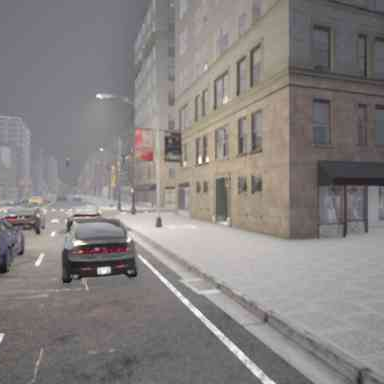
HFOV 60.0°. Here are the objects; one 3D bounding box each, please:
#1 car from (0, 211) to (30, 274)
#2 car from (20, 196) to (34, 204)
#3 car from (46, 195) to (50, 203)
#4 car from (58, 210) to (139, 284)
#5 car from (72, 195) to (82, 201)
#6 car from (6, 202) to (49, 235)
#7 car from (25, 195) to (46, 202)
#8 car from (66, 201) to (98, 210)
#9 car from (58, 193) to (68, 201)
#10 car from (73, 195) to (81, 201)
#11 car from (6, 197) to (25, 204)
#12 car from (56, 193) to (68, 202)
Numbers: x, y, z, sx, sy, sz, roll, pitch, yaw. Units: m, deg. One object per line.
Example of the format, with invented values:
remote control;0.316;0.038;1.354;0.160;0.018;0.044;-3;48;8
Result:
car;-6.370;1.541;10.186;1.812;1.442;4.674;0;0;-19
car;-34.154;1.650;69.022;2.033;1.411;5.357;0;0;-19
car;-30.970;1.464;69.764;2.097;1.767;4.553;0;0;-19
car;-2.798;1.518;9.815;1.837;1.490;4.892;0;0;-19
car;-26.754;1.586;77.346;1.882;1.535;5.008;0;0;-19
car;-9.418;1.533;18.811;1.837;1.490;4.892;0;0;-20
car;-25.972;1.567;55.427;1.882;1.535;5.008;0;0;-19
car;-6.099;1.517;18.868;2.128;1.511;4.902;0;0;-19
car;-33.299;1.218;86.117;2.150;2.045;5.566;0;0;-19
car;-30.225;1.492;87.171;1.837;1.490;4.892;0;0;-19
car;-29.115;1.583;54.576;2.128;1.511;4.902;0;0;-19
car;-29.829;1.335;76.292;2.150;2.045;5.566;0;0;-19
